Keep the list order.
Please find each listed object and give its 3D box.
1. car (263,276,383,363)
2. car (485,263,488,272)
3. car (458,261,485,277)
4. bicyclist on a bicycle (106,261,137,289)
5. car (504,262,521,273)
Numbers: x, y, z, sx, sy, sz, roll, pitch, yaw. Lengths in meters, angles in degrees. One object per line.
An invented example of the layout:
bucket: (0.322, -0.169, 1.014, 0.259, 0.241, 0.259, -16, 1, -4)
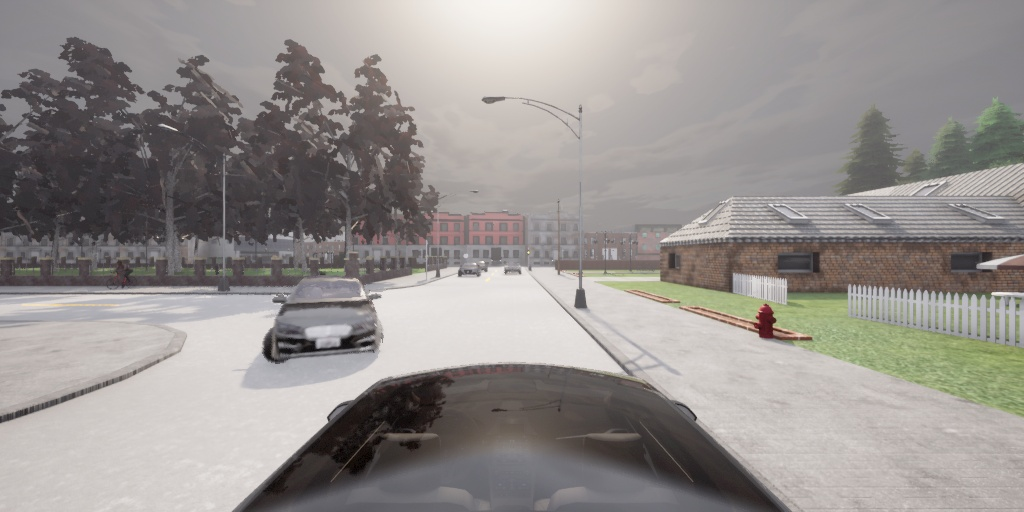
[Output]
car: (-4.262, 1.241, 8.434, 2.128, 1.511, 4.902, 1, 0, -26)
car: (-4.108, 1.314, 45.581, 1.994, 1.385, 4.181, 0, 0, 0)
car: (-4.124, 1.314, 35.596, 1.994, 1.385, 4.181, 0, 0, 0)
bicyclist on a bicycle: (-22.656, 1.099, 20.842, 0.582, 1.620, 1.656, 0, 0, 0)
car: (0.073, 1.351, 41.793, 1.895, 1.301, 4.718, 0, 0, 0)
